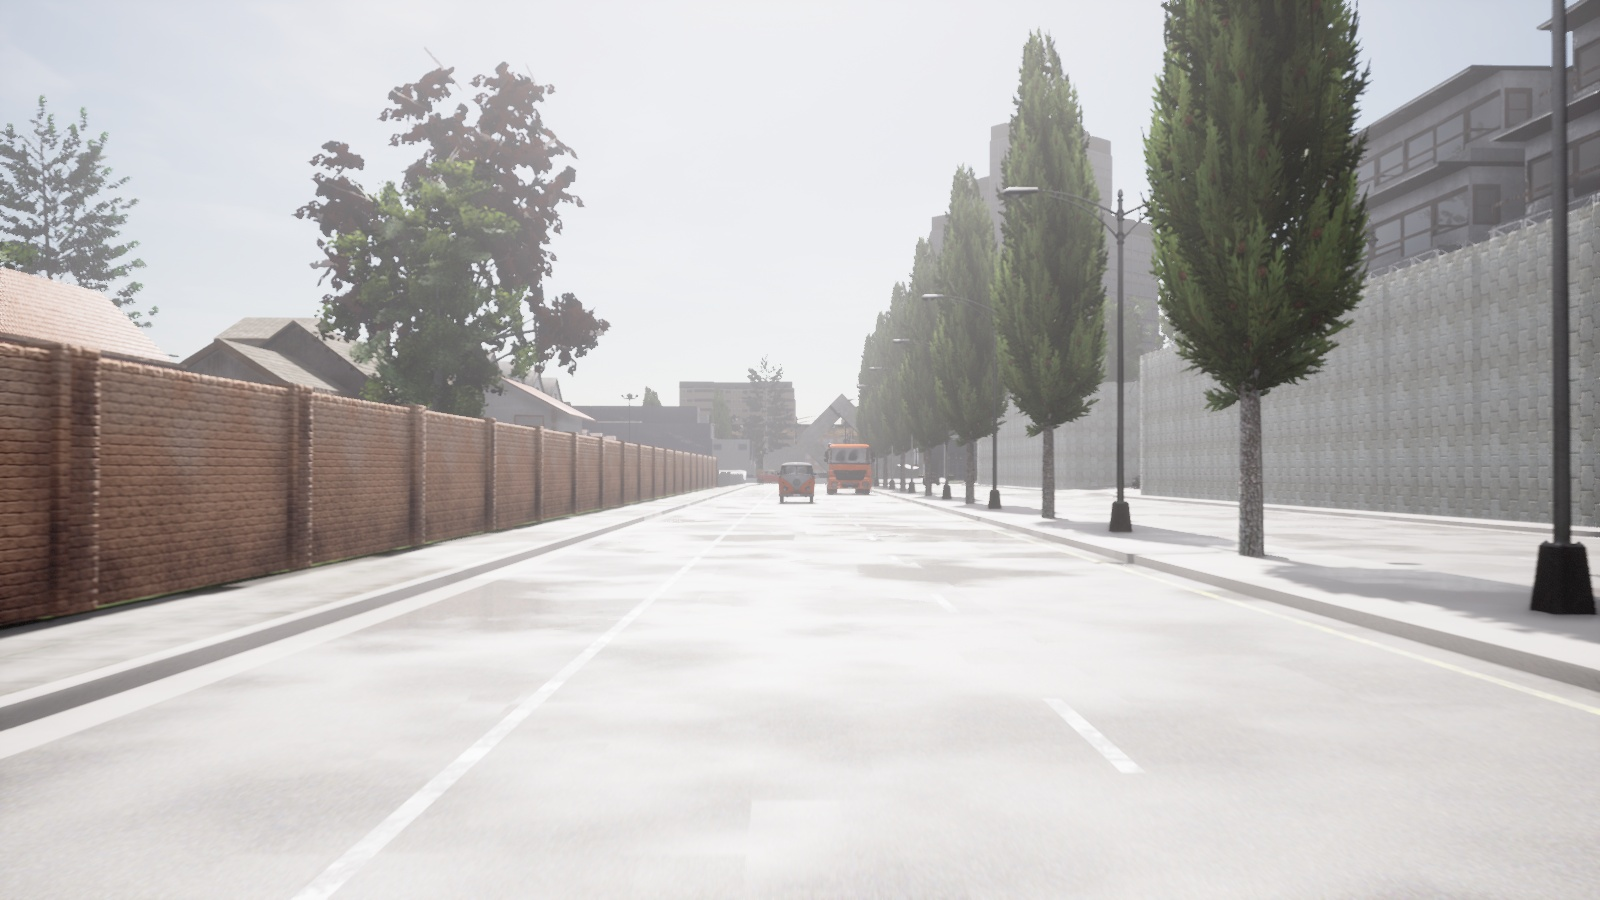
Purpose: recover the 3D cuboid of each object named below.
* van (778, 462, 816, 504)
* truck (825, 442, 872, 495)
[{"bbox_3d":[-0.150,1.600,61.645,1.775,1.987,4.442,0,-1,0],"label":"van"},{"bbox_3d":[3.288,1.264,86.300,2.891,3.462,7.936,0,-1,0],"label":"truck"}]
